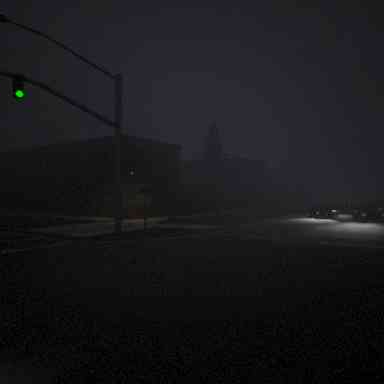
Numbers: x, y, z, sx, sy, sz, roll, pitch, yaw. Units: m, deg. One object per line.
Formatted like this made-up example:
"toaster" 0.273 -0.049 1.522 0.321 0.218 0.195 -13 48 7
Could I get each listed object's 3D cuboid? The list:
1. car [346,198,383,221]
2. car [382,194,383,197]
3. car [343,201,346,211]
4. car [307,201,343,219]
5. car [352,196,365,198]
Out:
"car" 14.469 1.490 27.351 2.128 1.511 4.902 0 0 35
"car" 26.619 1.219 44.704 2.150 2.045 5.566 0 0 35
"car" 16.546 1.599 36.441 1.895 1.301 4.718 0 0 35
"car" 11.567 1.562 29.320 1.994 1.385 4.181 0 0 34
"car" 22.280 1.349 44.610 2.097 1.767 4.553 0 0 35
